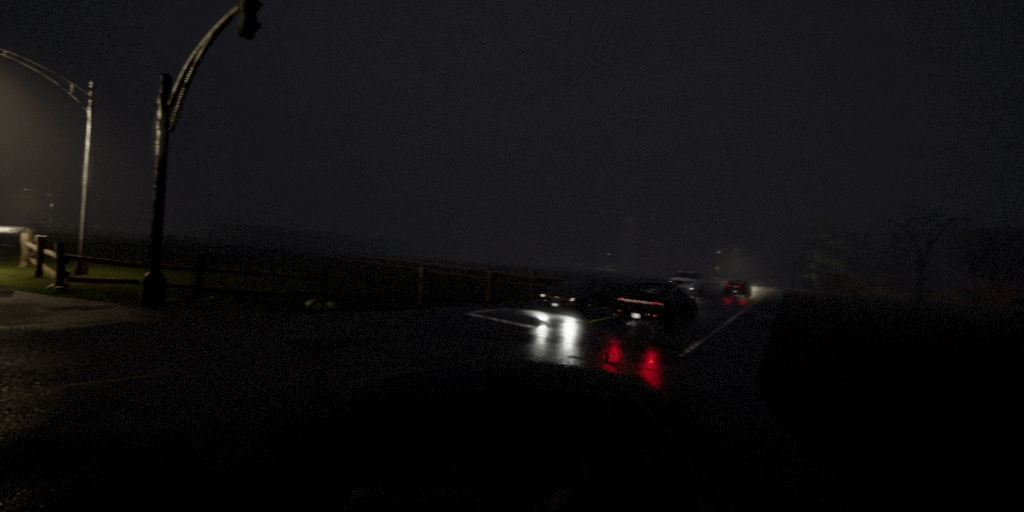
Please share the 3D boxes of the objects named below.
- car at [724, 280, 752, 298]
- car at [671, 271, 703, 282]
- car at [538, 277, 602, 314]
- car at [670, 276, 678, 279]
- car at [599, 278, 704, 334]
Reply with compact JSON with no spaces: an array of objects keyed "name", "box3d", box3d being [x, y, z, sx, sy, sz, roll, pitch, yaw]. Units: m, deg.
[{"name":"car","box3d":[21.120,3.012,33.432,2.128,1.511,4.902,3,-1,38]},{"name":"car","box3d":[15.950,2.386,32.730,2.150,2.045,5.566,3,-1,38]},{"name":"car","box3d":[3.355,1.684,16.359,2.033,1.411,5.357,3,-1,38]},{"name":"car","box3d":[9.407,2.195,24.237,1.994,1.385,4.181,3,-1,38]},{"name":"car","box3d":[5.237,1.712,12.774,2.128,1.511,4.902,3,-1,38]}]
